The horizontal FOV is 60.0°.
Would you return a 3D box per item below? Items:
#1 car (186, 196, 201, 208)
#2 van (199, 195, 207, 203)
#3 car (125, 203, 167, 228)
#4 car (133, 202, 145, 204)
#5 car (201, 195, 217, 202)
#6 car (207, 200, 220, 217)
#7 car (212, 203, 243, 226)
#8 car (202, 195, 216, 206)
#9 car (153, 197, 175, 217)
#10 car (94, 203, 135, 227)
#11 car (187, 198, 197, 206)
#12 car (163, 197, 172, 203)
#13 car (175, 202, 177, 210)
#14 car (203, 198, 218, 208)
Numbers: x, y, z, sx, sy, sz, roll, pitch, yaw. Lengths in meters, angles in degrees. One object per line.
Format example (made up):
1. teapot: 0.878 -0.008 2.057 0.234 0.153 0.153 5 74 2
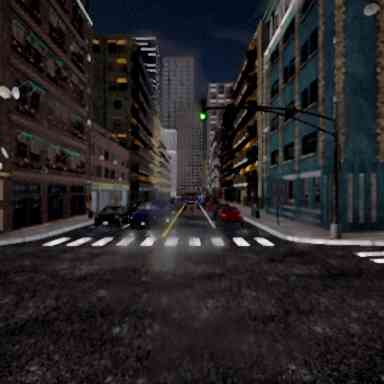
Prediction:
1. car: -0.002 1.744 54.353 2.128 1.511 4.902 0 0 0
2. van: 2.679 1.720 79.300 1.690 1.788 3.998 -1 0 0
3. car: -3.100 1.704 23.218 1.895 1.301 4.718 0 0 0
4. car: -5.698 1.725 35.124 1.947 1.339 4.313 0 0 0
5. car: 3.106 1.482 54.664 2.150 2.045 5.566 0 0 0
6. car: 2.683 1.699 29.588 1.947 1.339 4.313 0 0 0
7. car: 2.684 1.689 24.065 1.802 1.307 4.206 0 0 0
8. car: 3.106 1.509 61.664 2.150 2.045 5.566 0 0 0
9. car: -3.097 1.502 33.215 2.097 1.767 4.553 0 0 0
10. car: -5.698 1.673 24.077 1.947 1.339 4.313 0 0 0
11. car: -0.001 1.824 63.527 1.812 1.442 4.674 0 0 0
12. car: -5.700 1.904 79.142 1.752 1.417 4.829 0 0 0
13. car: -3.090 1.724 43.426 1.812 1.442 4.674 0 0 0
14. car: 2.683 1.730 40.635 1.887 1.381 4.507 0 0 0
